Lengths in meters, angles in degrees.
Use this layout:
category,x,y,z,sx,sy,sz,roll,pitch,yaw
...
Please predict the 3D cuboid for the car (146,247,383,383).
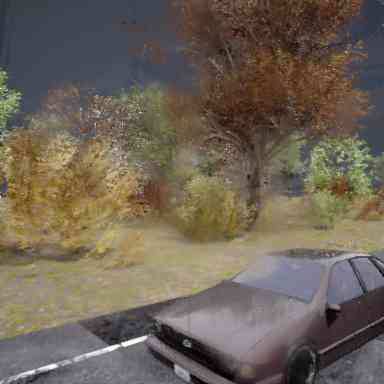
category,x,y,z,sx,sy,sz,roll,pitch,yaw
car,1.950,1.681,5.445,5.357,1.411,2.033,1,-2,-39
